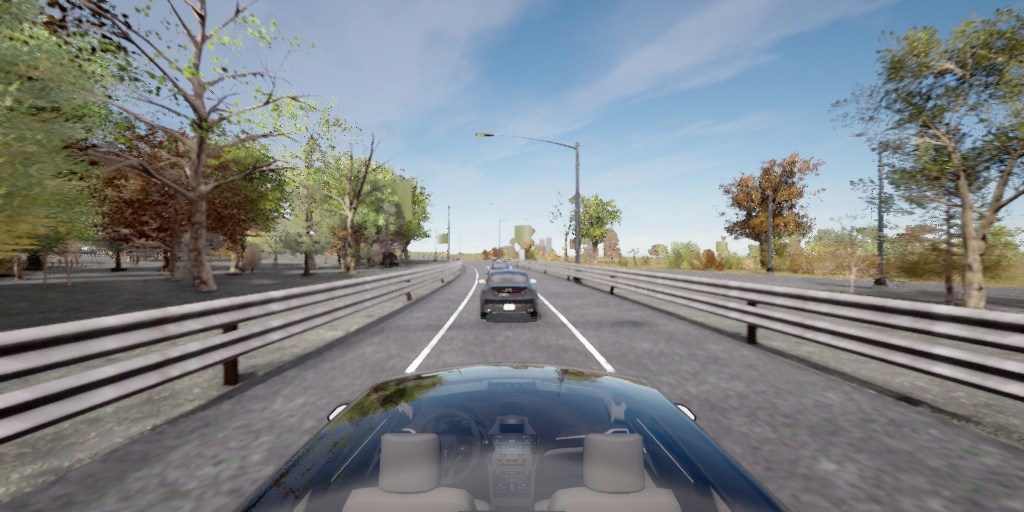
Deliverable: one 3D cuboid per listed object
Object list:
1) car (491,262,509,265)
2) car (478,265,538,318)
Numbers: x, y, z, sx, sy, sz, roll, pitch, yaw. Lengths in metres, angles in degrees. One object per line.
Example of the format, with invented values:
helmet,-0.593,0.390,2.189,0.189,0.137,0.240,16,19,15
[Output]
car,-0.968,1.210,28.148,2.128,1.511,4.902,0,0,-4
car,-0.147,1.243,12.810,1.837,1.490,4.892,0,0,-2
